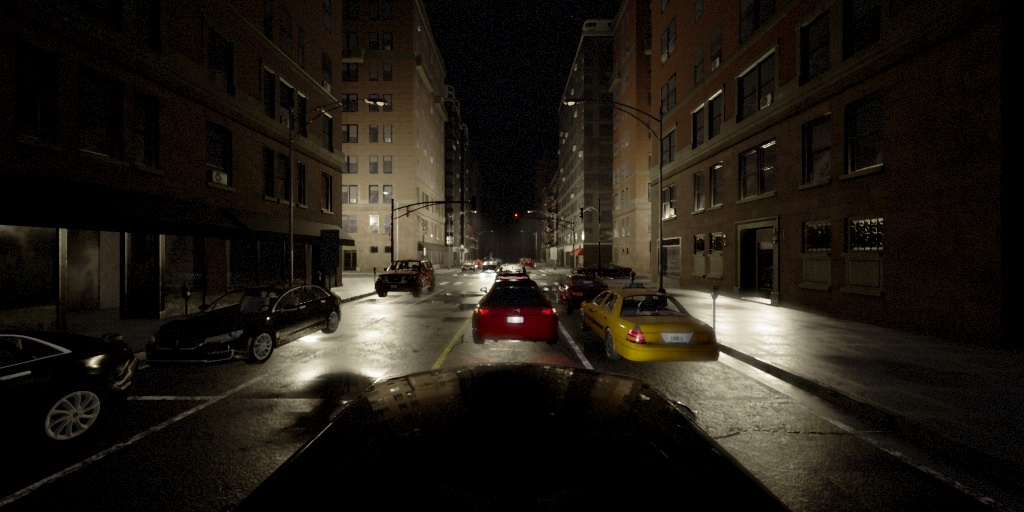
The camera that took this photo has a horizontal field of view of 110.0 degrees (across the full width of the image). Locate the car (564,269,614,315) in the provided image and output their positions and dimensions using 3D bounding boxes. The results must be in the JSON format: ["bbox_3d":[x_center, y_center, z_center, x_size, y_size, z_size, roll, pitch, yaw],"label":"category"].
[{"bbox_3d":[2.659,1.330,13.301,1.802,1.307,4.207,0,0,0],"label":"car"}]

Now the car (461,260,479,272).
[{"bbox_3d":[-5.301,1.293,45.203,2.007,1.370,4.403,0,0,0],"label":"car"}]

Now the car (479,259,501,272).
[{"bbox_3d":[-2.762,1.344,45.347,1.895,1.301,4.718,0,0,0],"label":"car"}]

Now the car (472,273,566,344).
[{"bbox_3d":[0.082,1.313,9.571,1.994,1.385,4.181,0,0,0],"label":"car"}]

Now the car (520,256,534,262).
[{"bbox_3d":[2.757,1.176,61.541,1.967,1.591,4.097,0,0,0],"label":"car"}]

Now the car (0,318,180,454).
[{"bbox_3d":[-5.388,1.300,2.501,2.007,1.370,4.403,0,0,0],"label":"car"}]

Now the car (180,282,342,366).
[{"bbox_3d":[-5.377,1.300,7.914,2.007,1.370,4.403,0,0,0],"label":"car"}]

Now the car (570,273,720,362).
[{"bbox_3d":[2.648,1.275,8.059,1.751,1.417,4.829,0,0,0],"label":"car"}]

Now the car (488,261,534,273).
[{"bbox_3d":[0.035,1.239,19.440,2.128,1.511,4.902,0,0,0],"label":"car"}]

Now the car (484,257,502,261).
[{"bbox_3d":[-2.734,1.231,54.916,2.128,1.511,4.902,0,0,0],"label":"car"}]

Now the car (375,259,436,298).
[{"bbox_3d":[-5.355,1.062,18.739,2.192,1.841,5.009,0,0,0],"label":"car"}]

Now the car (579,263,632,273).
[{"bbox_3d":[8.391,1.338,33.294,5.357,1.411,2.033,0,0,0],"label":"car"}]
